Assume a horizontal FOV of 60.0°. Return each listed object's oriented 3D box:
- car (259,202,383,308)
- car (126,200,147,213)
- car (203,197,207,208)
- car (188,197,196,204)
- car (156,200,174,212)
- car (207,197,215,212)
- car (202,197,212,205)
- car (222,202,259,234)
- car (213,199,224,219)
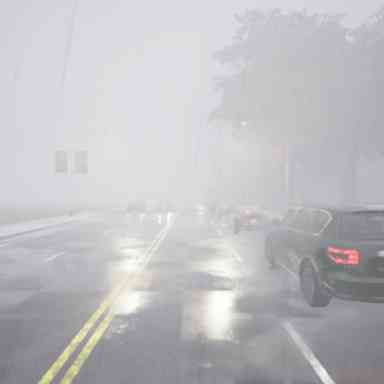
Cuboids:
[{"bbox_3d":[3.347,1.251,8.097,2.150,2.045,5.566,0,0,0],"label":"car"},{"bbox_3d":[-6.602,1.697,40.019,1.882,1.535,5.008,0,-1,0],"label":"car"},{"bbox_3d":[3.233,1.783,52.902,1.801,1.575,5.366,0,-1,0],"label":"car"},{"bbox_3d":[-0.027,2.209,83.648,2.128,1.511,4.902,0,-1,0],"label":"car"},{"bbox_3d":[-3.350,1.727,41.880,2.128,1.511,4.902,0,-1,0],"label":"car"},{"bbox_3d":[3.236,1.710,41.710,1.882,1.535,5.008,0,0,0],"label":"car"},{"bbox_3d":[3.226,2.001,74.720,2.033,1.649,4.856,0,-1,0],"label":"car"},{"bbox_3d":[3.243,1.587,19.735,2.163,1.488,4.792,0,0,0],"label":"car"},{"bbox_3d":[3.240,1.676,30.707,1.812,1.442,4.674,0,0,0],"label":"car"}]
